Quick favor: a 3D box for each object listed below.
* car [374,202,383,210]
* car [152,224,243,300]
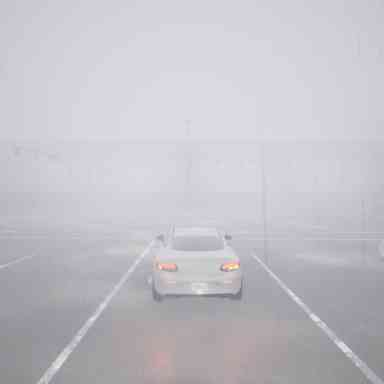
[{"bbox_3d":[23.300,1.397,37.886,4.674,1.442,1.812,-1,0,2],"label":"car"},{"bbox_3d":[0.073,1.527,8.251,1.812,1.442,4.674,0,0,-1],"label":"car"}]
